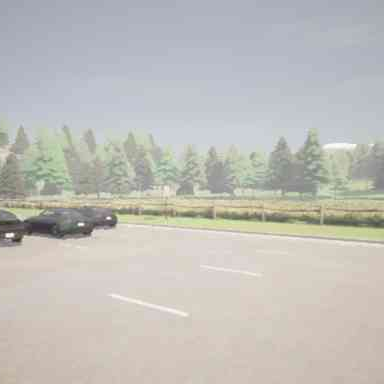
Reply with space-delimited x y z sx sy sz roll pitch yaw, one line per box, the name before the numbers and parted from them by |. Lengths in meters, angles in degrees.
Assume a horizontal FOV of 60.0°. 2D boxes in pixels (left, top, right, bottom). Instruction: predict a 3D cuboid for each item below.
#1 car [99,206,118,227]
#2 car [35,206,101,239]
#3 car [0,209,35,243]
car | -6.810 1.575 21.616 4.181 1.385 1.994 0 0 34
car | -7.153 1.574 17.626 4.181 1.385 1.994 0 0 35
car | -9.428 1.515 14.953 4.892 1.490 1.837 0 0 35
